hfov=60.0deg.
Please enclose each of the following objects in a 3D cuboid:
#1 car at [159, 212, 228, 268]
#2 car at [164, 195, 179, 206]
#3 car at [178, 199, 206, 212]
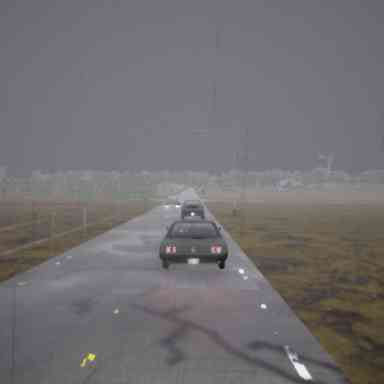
[{"bbox_3d":[0.061,1.553,11.083,1.895,1.301,4.718,0,0,0],"label":"car"},{"bbox_3d":[-2.824,1.235,48.773,1.812,1.442,4.674,0,1,0],"label":"car"},{"bbox_3d":[0.070,1.380,27.660,1.837,1.490,4.892,0,1,0],"label":"car"}]
